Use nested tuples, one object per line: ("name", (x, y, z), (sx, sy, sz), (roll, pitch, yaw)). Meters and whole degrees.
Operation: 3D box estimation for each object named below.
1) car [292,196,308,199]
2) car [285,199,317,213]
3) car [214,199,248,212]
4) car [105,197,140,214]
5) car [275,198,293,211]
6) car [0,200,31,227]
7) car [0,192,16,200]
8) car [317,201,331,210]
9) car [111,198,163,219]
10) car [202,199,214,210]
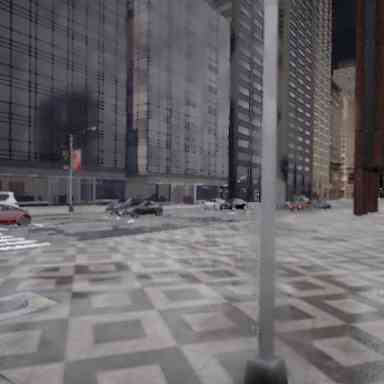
("car", (17.604, 1.662, 53.705), (2.150, 2.045, 5.566), (1, 0, 36))
("car", (14.345, 1.951, 43.568), (1.895, 1.301, 4.718), (1, 0, 36))
("car", (5.320, 1.650, 42.389), (1.882, 1.535, 5.008), (1, 0, 36))
("car", (-6.127, 1.277, 32.110), (2.097, 1.767, 4.553), (1, -1, 36))
("car", (11.692, 1.809, 45.443), (1.837, 1.490, 4.892), (1, 0, 36))
("car", (-11.408, 1.348, 18.850), (1.994, 1.385, 4.181), (1, 0, 31))
("car", (-14.032, 0.961, 21.155), (2.150, 2.045, 5.566), (1, 0, 36))
("car", (20.215, 2.034, 51.778), (2.033, 1.411, 5.357), (1, 0, 36))
("car", (-4.417, 1.472, 28.928), (1.812, 1.442, 4.674), (1, 0, 36))
("car", (3.176, 1.663, 44.964), (1.812, 1.442, 4.674), (1, 0, 37))
